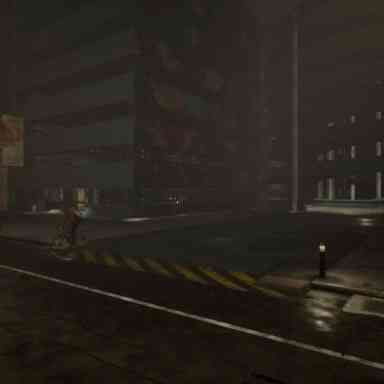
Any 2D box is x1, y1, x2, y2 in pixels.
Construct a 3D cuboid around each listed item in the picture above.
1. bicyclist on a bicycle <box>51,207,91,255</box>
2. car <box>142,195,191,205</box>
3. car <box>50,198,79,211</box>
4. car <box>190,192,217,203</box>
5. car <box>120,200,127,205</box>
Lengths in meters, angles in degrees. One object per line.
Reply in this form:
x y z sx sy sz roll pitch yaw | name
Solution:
-4.319 1.323 11.883 0.582 1.620 1.656 0 6 35 | bicyclist on a bicycle
-2.712 1.318 34.498 4.674 1.452 2.002 0 0 35 | car
-15.056 1.409 38.158 4.786 1.482 2.161 0 0 35 | car
1.944 1.025 63.001 5.566 2.045 2.435 0 0 35 | car
-8.033 1.459 47.401 4.718 1.301 1.895 0 0 35 | car
